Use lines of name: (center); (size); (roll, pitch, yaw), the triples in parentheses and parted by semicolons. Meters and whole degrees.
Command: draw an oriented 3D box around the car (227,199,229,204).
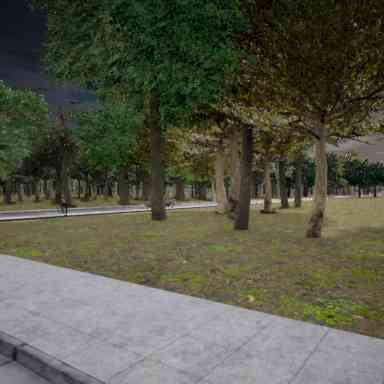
car: (8.503, 1.531, 63.741); (1.994, 1.385, 4.181); (0, 0, 36)

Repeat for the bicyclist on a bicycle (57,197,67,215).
bicyclist on a bicycle: (-11.864, 1.292, 30.360); (1.656, 1.620, 0.582); (0, 0, 36)

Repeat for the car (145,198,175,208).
car: (-4.305, 1.466, 45.882); (2.128, 1.511, 4.902); (0, 0, 36)
